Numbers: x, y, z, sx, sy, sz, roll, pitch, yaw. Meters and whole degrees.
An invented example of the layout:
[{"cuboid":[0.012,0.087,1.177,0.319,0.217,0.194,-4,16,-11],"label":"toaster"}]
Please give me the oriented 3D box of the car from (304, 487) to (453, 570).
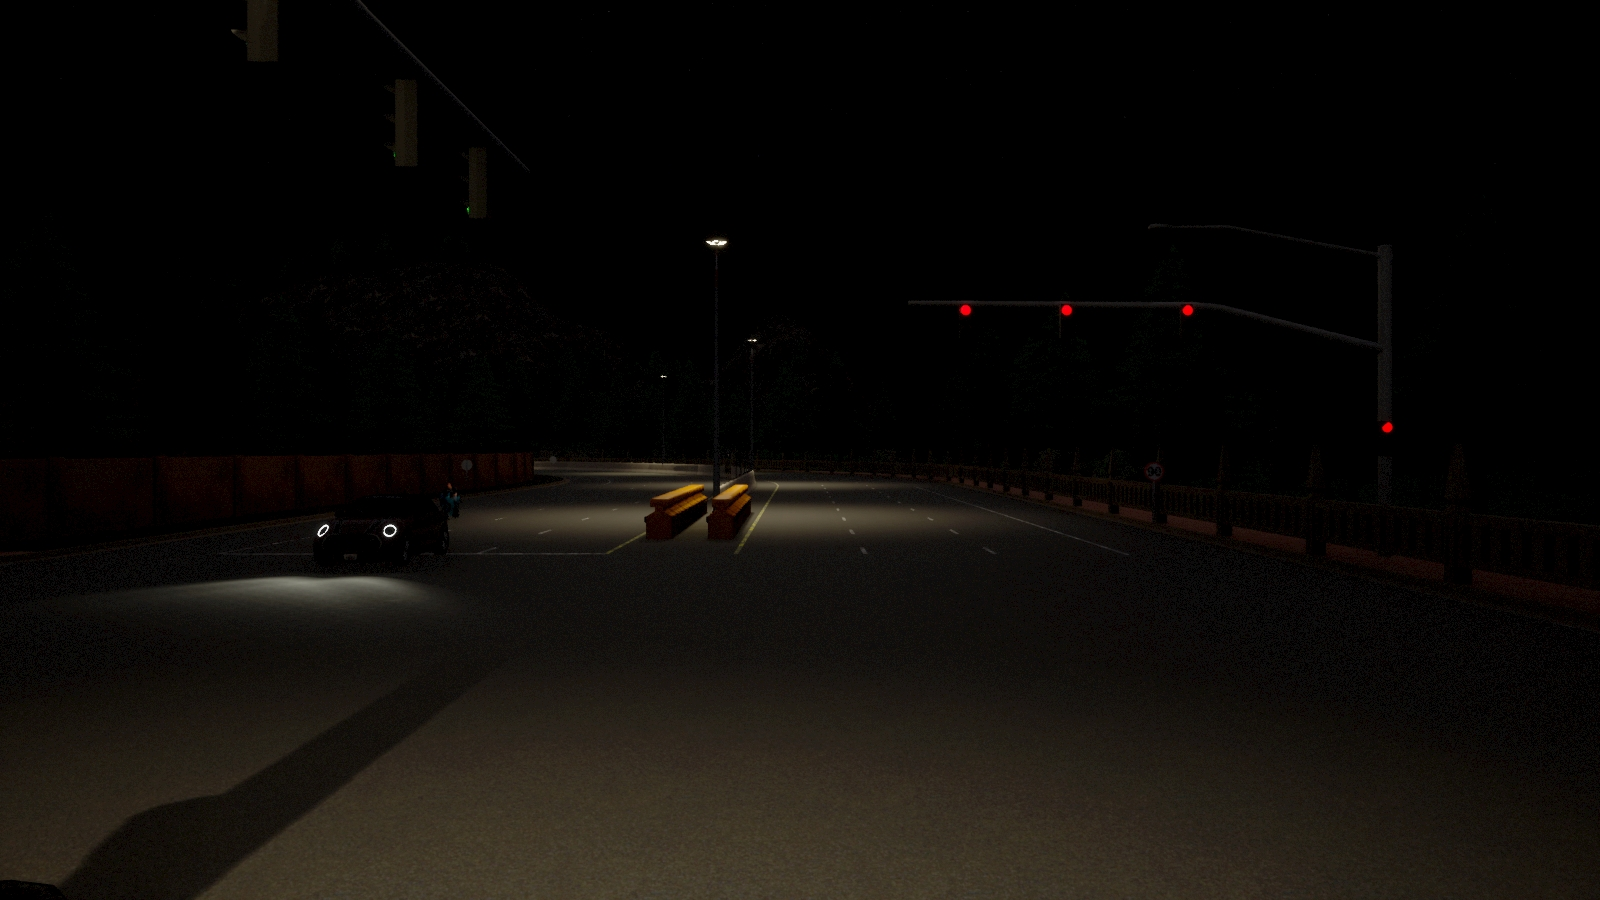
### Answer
[{"cuboid":[-10.504,1.906,28.861,2.097,1.767,4.553,0,0,0],"label":"car"}]
